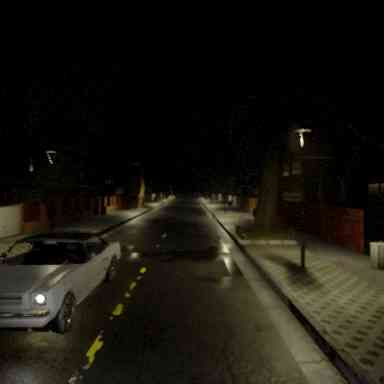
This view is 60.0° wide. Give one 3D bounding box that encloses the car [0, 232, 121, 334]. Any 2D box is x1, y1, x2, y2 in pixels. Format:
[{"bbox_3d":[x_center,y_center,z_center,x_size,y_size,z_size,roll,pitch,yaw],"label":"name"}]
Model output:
[{"bbox_3d":[-2.849,1.569,6.802,1.895,1.301,4.718,0,0,0],"label":"car"}]
